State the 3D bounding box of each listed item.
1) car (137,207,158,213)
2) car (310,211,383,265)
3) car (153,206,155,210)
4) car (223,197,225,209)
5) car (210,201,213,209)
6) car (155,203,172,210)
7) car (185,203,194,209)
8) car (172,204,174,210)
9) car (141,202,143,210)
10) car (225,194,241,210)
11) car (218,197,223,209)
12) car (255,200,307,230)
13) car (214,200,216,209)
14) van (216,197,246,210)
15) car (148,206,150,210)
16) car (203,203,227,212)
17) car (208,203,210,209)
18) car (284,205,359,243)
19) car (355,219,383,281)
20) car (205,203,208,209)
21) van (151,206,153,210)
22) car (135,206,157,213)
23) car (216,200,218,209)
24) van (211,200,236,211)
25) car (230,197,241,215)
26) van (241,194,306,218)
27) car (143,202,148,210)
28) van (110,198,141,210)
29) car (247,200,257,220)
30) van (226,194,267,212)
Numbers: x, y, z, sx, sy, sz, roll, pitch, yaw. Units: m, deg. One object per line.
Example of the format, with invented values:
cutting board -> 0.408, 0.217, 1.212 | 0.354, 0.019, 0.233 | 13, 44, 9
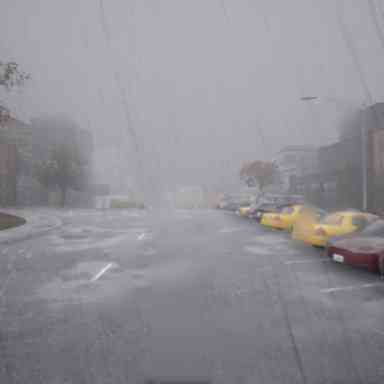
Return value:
car -> -12.336, 4.966, 91.907 | 5.366, 1.575, 1.946 | 1, -5, -21
car -> 6.385, 1.487, 10.186 | 4.792, 1.488, 2.163 | 1, 0, -20
car -> -11.712, 3.718, 77.139 | 5.366, 1.575, 1.946 | 1, -5, -21
car -> 6.364, 1.471, 36.596 | 4.892, 1.521, 2.231 | 1, -2, -20
car -> 6.181, 2.280, 57.049 | 4.792, 1.488, 2.163 | 2, -4, -21
car -> -5.313, 2.716, 62.663 | 1.994, 1.385, 4.181 | 0, -4, 0
car -> -0.597, 3.943, 83.553 | 2.150, 2.045, 5.566 | 0, -5, -1
car -> -5.515, 3.577, 78.850 | 2.150, 2.045, 5.566 | 0, -5, -1
car -> -11.663, 2.291, 59.157 | 4.553, 1.767, 2.185 | 1, -4, -21
car -> 6.376, 1.176, 30.718 | 5.566, 2.045, 2.435 | 1, 0, -20
car -> 6.345, 1.595, 42.440 | 4.892, 1.521, 2.231 | 2, -2, -20
car -> 6.594, 1.443, 19.052 | 5.366, 1.575, 1.946 | 1, 0, -20
car -> 6.300, 1.796, 48.286 | 4.892, 1.521, 2.231 | 2, -3, -20
van -> 6.352, 1.858, 54.190 | 4.442, 1.987, 1.878 | 2, -4, -21
car -> -11.741, 3.079, 68.112 | 4.674, 1.452, 2.002 | 1, -4, -21
car -> 5.852, 3.935, 83.425 | 5.566, 2.045, 2.435 | 3, -5, -21
car -> 6.142, 2.677, 62.908 | 4.674, 1.452, 2.002 | 2, -4, -21
car -> 6.592, 1.452, 13.191 | 5.366, 1.575, 1.946 | 1, 0, -20
car -> 6.409, 1.465, 7.259 | 4.892, 1.521, 2.231 | 1, 0, -20
car -> 5.943, 3.358, 74.620 | 4.553, 1.767, 2.185 | 2, -5, -21
van -> -11.731, 3.261, 74.148 | 4.442, 1.987, 1.878 | 1, -5, -21
car -> -12.273, 4.703, 88.927 | 5.366, 1.575, 1.946 | 1, -5, -21
car -> 6.489, 1.686, 45.434 | 5.366, 1.575, 1.946 | 2, -2, -20
van -> 6.211, 2.620, 65.897 | 4.442, 1.987, 1.878 | 2, -5, -21
car -> 6.234, 1.425, 27.727 | 5.366, 1.575, 1.946 | 1, 0, -20
van -> 6.308, 1.208, 24.812 | 4.442, 1.987, 1.878 | 1, 0, -20
car -> -11.649, 2.369, 62.179 | 5.566, 2.045, 2.435 | 1, -4, -21
van -> -11.487, 2.001, 56.228 | 4.442, 1.987, 1.878 | 1, -3, -21
car -> 6.444, 1.469, 21.935 | 4.792, 1.488, 2.163 | 1, 0, -20
van -> 6.468, 1.299, 39.564 | 4.442, 1.987, 1.878 | 1, -2, -20
